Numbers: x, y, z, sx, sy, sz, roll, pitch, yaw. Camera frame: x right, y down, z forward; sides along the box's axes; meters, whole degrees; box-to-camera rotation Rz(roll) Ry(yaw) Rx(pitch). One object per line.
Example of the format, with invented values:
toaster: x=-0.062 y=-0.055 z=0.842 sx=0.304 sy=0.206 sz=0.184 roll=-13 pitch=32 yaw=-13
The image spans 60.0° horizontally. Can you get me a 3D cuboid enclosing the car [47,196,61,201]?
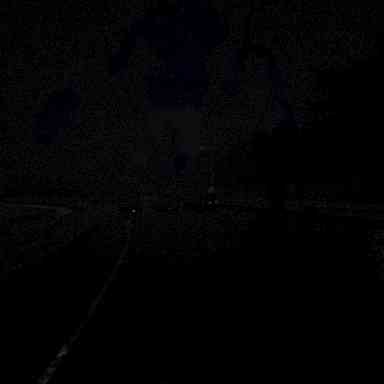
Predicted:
car: x=-36.129 y=1.844 z=86.780 sx=5.008 sy=1.535 sz=1.882 roll=-1 pitch=0 yaw=38

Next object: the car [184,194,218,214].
car: x=0.886 y=1.191 z=35.503 sx=2.150 sy=2.045 sz=5.566 roll=-1 pitch=0 yaw=-20

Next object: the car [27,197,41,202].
car: x=-40.653 y=2.014 z=85.753 sx=4.718 sy=1.301 sz=1.895 roll=-1 pitch=0 yaw=35

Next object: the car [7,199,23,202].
car: x=-44.777 y=2.063 z=84.365 sx=4.718 sy=1.301 sz=1.895 roll=-1 pitch=0 yaw=32

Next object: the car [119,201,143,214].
car: x=-6.768 y=1.657 z=36.147 sx=1.895 sy=1.301 sz=4.718 roll=-1 pitch=0 yaw=-21

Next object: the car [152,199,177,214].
car: x=-3.060 y=1.505 z=36.214 sx=2.128 sy=1.511 sz=4.902 roll=-1 pitch=0 yaw=-20
